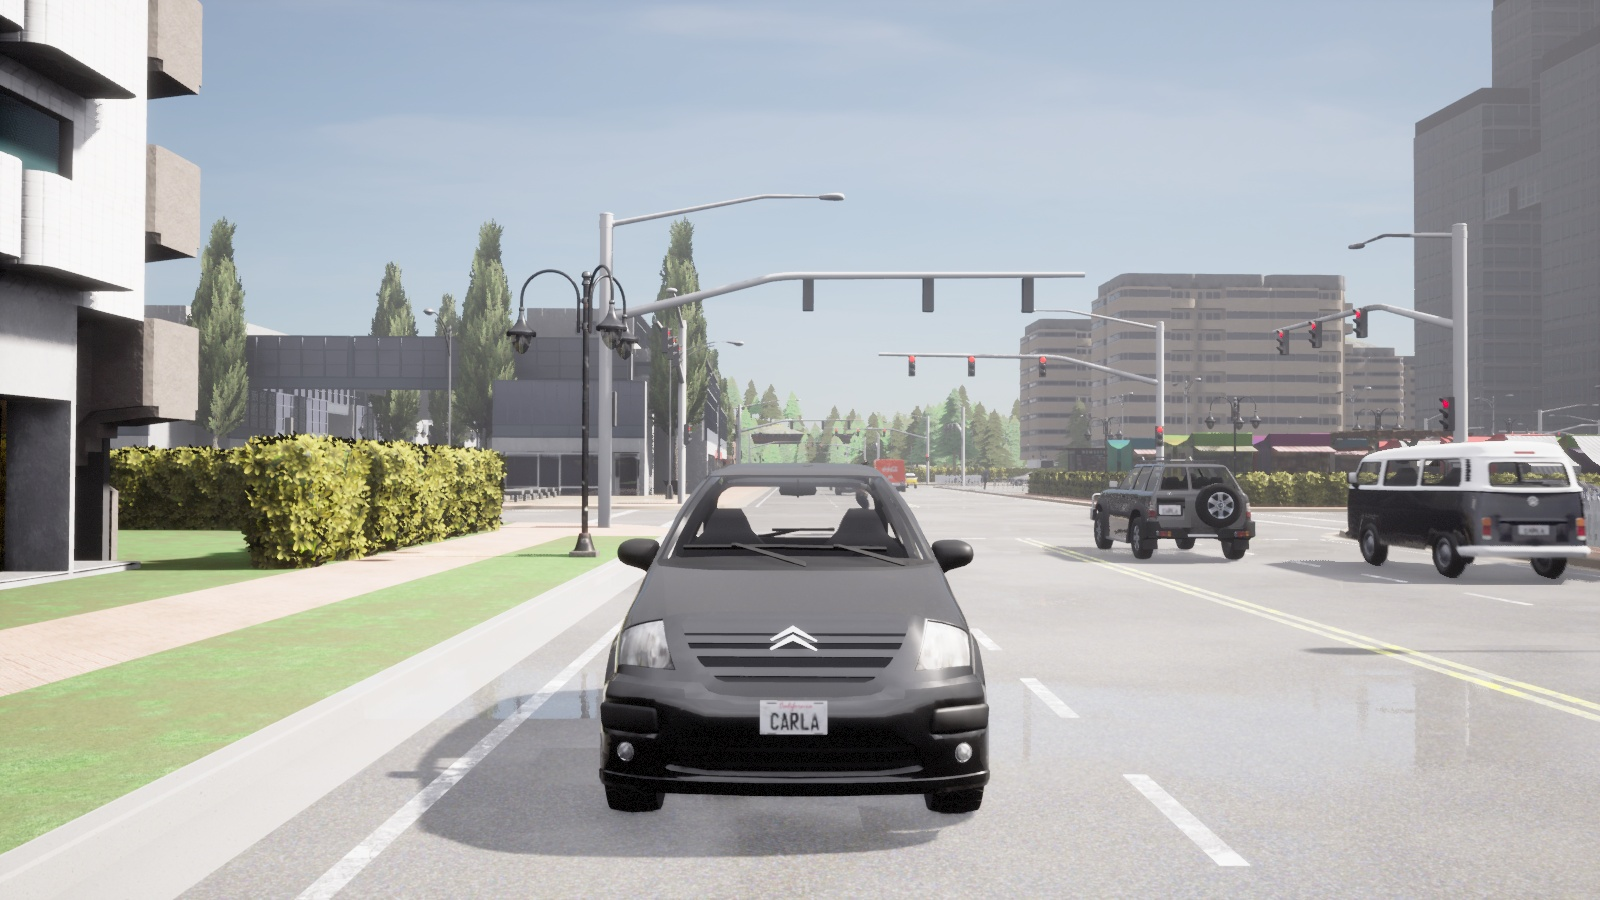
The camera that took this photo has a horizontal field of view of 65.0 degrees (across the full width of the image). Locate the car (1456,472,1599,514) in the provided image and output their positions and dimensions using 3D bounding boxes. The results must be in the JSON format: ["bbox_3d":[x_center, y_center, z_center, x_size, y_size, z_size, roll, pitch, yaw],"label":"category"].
[{"bbox_3d":[26.297,1.497,44.168,5.357,1.411,2.033,0,-1,-1],"label":"car"}]

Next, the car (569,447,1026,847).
[{"bbox_3d":[-0.017,0.832,7.098,1.851,1.617,3.988,0,-1,0],"label":"car"}]

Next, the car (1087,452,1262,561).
[{"bbox_3d":[6.944,1.003,23.822,1.932,1.855,4.605,0,-1,0],"label":"car"}]

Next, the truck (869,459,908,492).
[{"bbox_3d":[6.777,1.923,96.854,2.627,2.467,5.204,0,-1,0],"label":"truck"}]

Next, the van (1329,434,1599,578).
[{"bbox_3d":[10.453,0.832,20.075,2.069,2.038,4.480,0,-1,0],"label":"van"}]
